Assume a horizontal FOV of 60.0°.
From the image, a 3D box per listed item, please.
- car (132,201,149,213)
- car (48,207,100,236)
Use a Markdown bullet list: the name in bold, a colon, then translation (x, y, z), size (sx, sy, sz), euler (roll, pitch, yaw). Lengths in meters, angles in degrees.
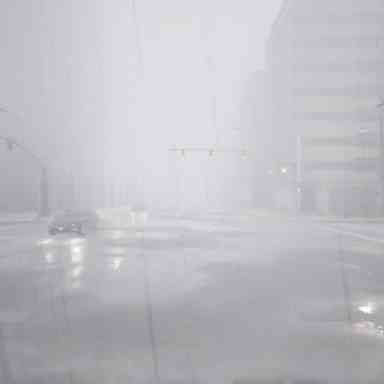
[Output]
- **car**: translation (-6.916, 1.990, 45.039), size (1.837, 1.490, 4.892), euler (0, 0, 0)
- **car**: translation (-6.960, 1.729, 20.082), size (1.837, 1.490, 4.892), euler (0, -1, 0)
